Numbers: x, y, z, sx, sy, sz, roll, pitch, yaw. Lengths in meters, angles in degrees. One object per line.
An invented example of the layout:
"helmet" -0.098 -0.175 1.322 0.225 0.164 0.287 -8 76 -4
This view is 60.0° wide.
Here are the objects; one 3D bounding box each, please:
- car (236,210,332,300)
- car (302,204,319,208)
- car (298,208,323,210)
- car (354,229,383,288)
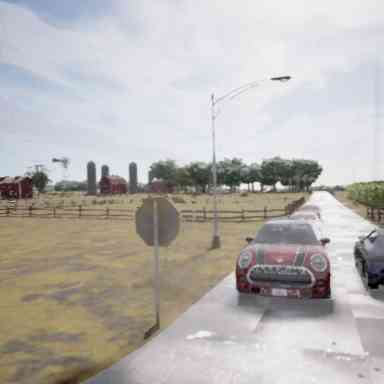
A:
"car" 2.644 1.565 9.150 2.097 1.767 4.553 -2 -2 21
"car" 10.815 1.899 30.356 1.882 1.535 5.008 -2 -1 21
"car" 6.383 1.876 18.839 1.812 1.442 4.674 -2 -1 21
"car" 5.803 1.716 9.377 1.994 1.385 4.181 -2 -2 22
